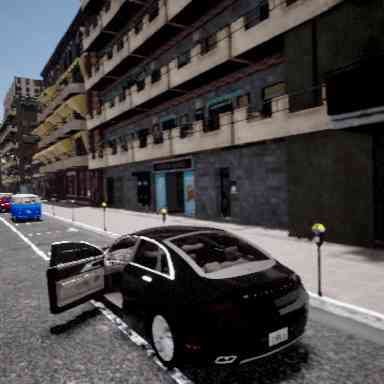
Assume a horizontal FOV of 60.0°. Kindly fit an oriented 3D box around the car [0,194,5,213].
[{"bbox_3d":[-17.735,1.218,32.290,1.887,1.381,4.507,-3,2,-34],"label":"car"}]

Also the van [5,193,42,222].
[{"bbox_3d":[-11.618,1.060,23.092,1.690,1.788,3.998,-3,2,-34],"label":"van"}]

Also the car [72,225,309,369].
[{"bbox_3d":[-0.401,1.334,5.675,1.837,1.490,4.892,-3,2,-34],"label":"car"}]
